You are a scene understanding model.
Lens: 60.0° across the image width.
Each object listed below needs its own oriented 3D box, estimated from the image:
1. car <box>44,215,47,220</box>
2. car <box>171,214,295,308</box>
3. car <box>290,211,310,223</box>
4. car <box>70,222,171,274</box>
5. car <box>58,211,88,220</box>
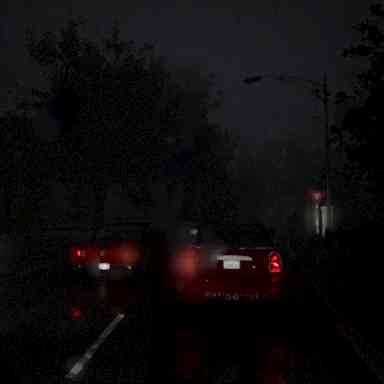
[{"bbox_3d":[-26.653,3.786,55.164,2.097,1.767,4.553,-2,-4,39],"label":"car"},{"bbox_3d":[0.989,1.341,8.162,2.097,1.767,4.553,0,0,7],"label":"car"},{"bbox_3d":[13.638,3.238,43.095,1.837,1.490,4.892,1,-4,-1],"label":"car"},{"bbox_3d":[-1.898,1.621,10.715,1.895,1.301,4.718,-1,0,9],"label":"car"},{"bbox_3d":[-20.421,4.047,57.063,4.902,1.511,2.128,2,-5,-34],"label":"car"}]
